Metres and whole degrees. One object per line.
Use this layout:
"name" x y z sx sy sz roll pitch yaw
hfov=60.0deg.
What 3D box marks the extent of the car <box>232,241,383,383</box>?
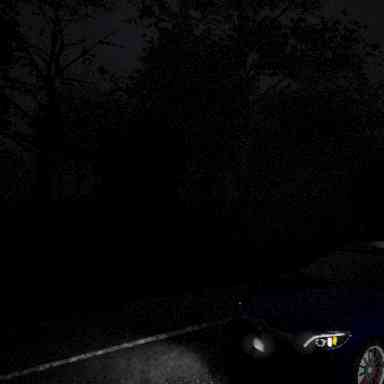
"car" 2.803 1.534 5.080 4.674 1.442 1.812 0 0 -30
